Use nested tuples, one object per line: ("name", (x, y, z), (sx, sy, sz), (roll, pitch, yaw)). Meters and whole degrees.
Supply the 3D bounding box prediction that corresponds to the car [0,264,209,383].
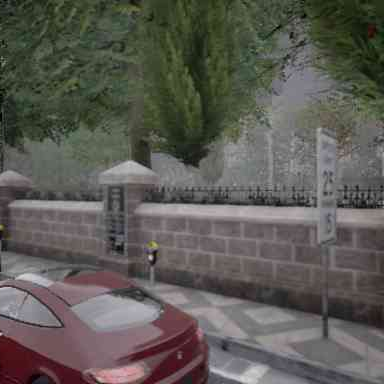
("car", (-1.754, 1.615, 4.242), (4.206, 1.307, 1.802), (0, 0, 36))
